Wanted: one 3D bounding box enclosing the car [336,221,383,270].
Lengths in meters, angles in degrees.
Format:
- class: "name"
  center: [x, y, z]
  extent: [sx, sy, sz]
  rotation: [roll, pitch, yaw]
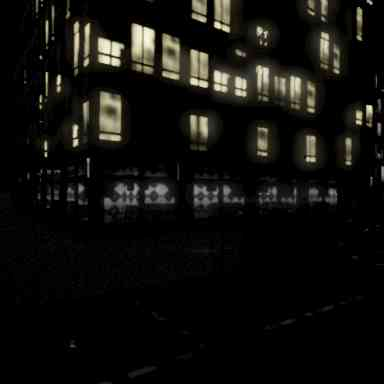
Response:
- class: "car"
  center: [6.433, 1.617, 10.683]
  extent: [4.507, 1.381, 1.887]
  rotation: [0, 0, -35]
